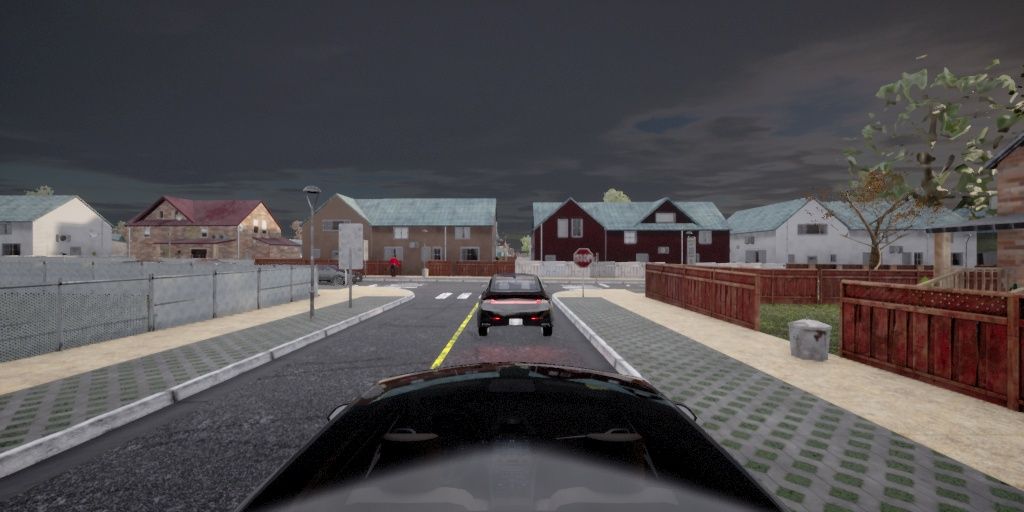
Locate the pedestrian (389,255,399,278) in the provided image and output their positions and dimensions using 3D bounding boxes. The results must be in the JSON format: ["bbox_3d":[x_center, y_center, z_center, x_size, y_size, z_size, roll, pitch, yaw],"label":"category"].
[{"bbox_3d":[-9.430,0.803,28.542,0.375,1.860,0.375,0,0,1],"label":"pedestrian"}]

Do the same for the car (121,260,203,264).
[{"bbox_3d":[-23.149,1.037,22.949,4.892,1.490,1.837,0,0,1],"label":"car"}]

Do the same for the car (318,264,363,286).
[{"bbox_3d":[-11.712,1.210,22.731,4.181,1.385,1.994,1,0,2],"label":"car"}]

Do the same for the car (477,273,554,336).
[{"bbox_3d":[0.077,1.241,10.321,2.128,1.511,4.902,0,0,0],"label":"car"}]

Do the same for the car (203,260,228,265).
[{"bbox_3d":[-22.534,1.011,25.902,5.008,1.535,1.882,1,0,1],"label":"car"}]
